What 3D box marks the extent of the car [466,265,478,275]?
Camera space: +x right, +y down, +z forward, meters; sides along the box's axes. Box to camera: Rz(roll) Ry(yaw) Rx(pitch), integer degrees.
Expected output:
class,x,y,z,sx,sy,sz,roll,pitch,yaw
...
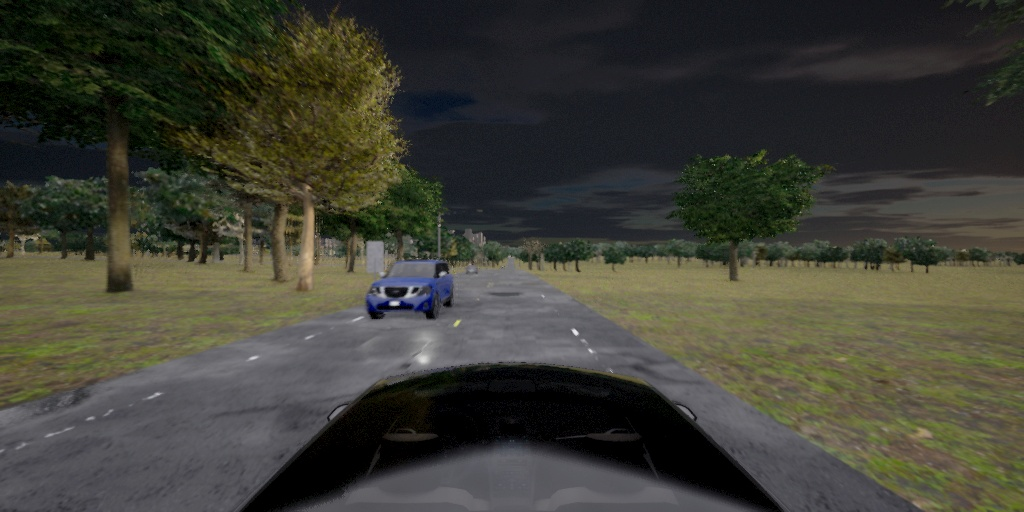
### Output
class,x,y,z,sx,sy,sz,roll,pitch,yaw
car,-6.300,2.171,56.440,2.128,1.511,4.902,0,-1,-5

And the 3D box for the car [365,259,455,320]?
class,x,y,z,sx,sy,sz,roll,pitch,yaw
car,-3.599,1.141,13.765,2.150,2.045,5.566,0,-1,0
